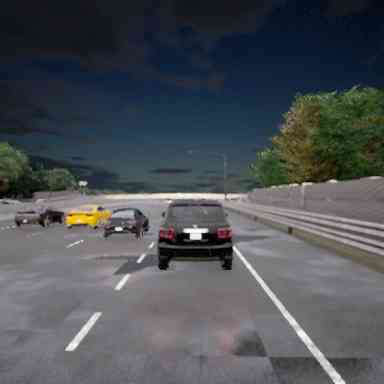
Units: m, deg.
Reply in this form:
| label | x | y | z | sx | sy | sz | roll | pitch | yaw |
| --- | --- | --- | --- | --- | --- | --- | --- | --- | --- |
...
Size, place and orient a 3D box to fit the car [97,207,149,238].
| label | x | y | z | sx | sy | sz | roll | pitch | yaw |
| --- | --- | --- | --- | --- | --- | --- | --- | --- | --- |
| car | -3.497 | 1.626 | 18.189 | 1.812 | 1.442 | 4.674 | 0 | -1 | 0 |

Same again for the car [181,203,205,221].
| label | x | y | z | sx | sy | sz | roll | pitch | yaw |
| --- | --- | --- | --- | --- | --- | --- | --- | --- | --- |
| car | 0.105 | 1.788 | 30.267 | 1.994 | 1.385 | 4.181 | 0 | -1 | 0 |

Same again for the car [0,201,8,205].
| label | x | y | z | sx | sy | sz | roll | pitch | yaw |
| --- | --- | --- | --- | --- | --- | --- | --- | --- | --- |
| car | -24.553 | 1.870 | 41.945 | 1.812 | 1.442 | 4.674 | 0 | -1 | 0 |

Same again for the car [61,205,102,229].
| label | x | y | z | sx | sy | sz | roll | pitch | yaw |
| --- | --- | --- | --- | --- | --- | --- | --- | --- | --- |
| car | -6.897 | 1.623 | 22.734 | 1.882 | 1.535 | 5.008 | 0 | -1 | 0 |

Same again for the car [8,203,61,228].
| label | x | y | z | sx | sy | sz | roll | pitch | yaw |
| --- | --- | --- | --- | --- | --- | --- | --- | --- | --- |
| car | -10.397 | 1.641 | 23.147 | 2.128 | 1.511 | 4.902 | 0 | -1 | 0 |

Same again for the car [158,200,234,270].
| label | x | y | z | sx | sy | sz | roll | pitch | yaw |
| --- | --- | --- | --- | --- | --- | --- | --- | --- | --- |
| car | 0.100 | 1.268 | 11.368 | 2.150 | 2.045 | 5.566 | 0 | 0 | 0 |
